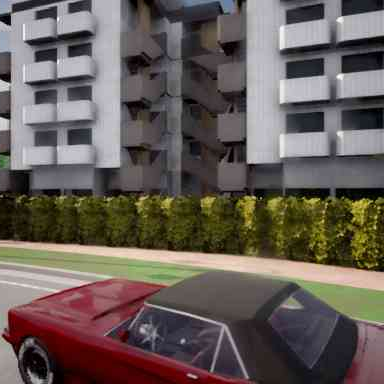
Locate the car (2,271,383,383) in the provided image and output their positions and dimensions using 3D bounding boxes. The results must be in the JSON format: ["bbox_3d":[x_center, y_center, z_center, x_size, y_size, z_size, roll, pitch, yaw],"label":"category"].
[{"bbox_3d":[0.044,1.601,3.607,4.718,1.301,1.895,0,0,32],"label":"car"}]
